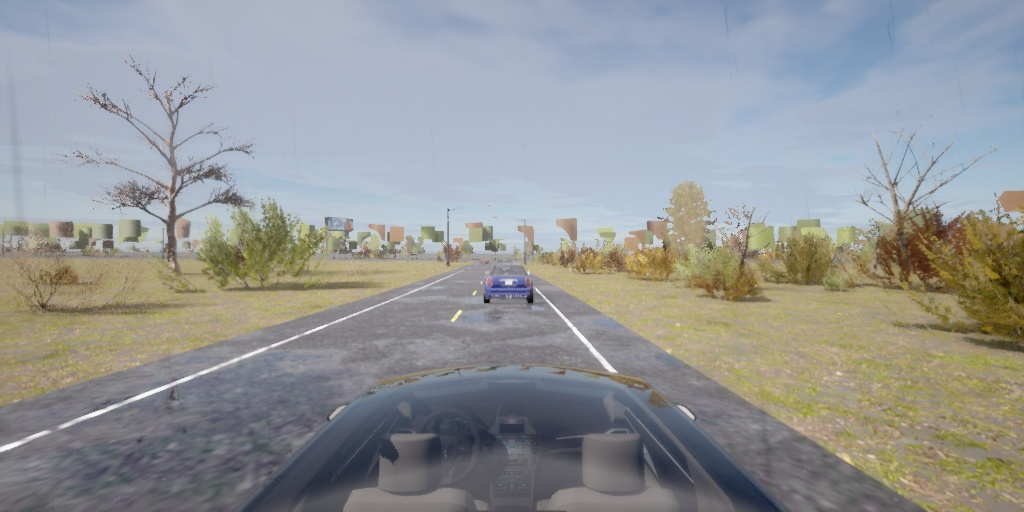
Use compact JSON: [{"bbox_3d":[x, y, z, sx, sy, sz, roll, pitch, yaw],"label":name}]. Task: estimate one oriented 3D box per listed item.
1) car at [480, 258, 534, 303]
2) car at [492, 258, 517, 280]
[{"bbox_3d":[-0.178,1.107,16.542,2.097,1.767,4.553,0,0,-1],"label":"car"},{"bbox_3d":[-0.689,1.090,31.559,2.097,1.767,4.553,0,0,-2],"label":"car"}]
